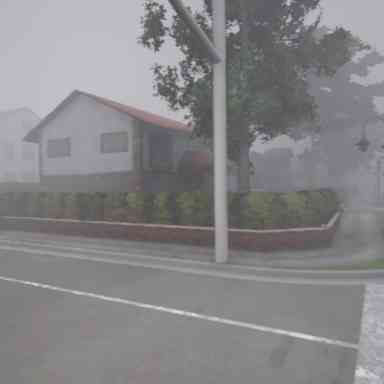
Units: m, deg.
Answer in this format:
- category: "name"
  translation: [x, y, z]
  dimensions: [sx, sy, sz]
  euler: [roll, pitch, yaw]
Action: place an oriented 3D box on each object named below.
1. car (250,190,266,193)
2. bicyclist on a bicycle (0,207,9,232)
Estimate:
- category: "car"
  translation: [6.277, 0.521, 30.331]
  dimensions: [3.806, 1.475, 1.970]
  euler: [0, 1, 28]
- category: "bicyclist on a bicycle"
  translation: [-9.246, 1.124, 15.333]
  dimensions: [0.582, 1.620, 1.656]
  euler: [0, 1, 28]
